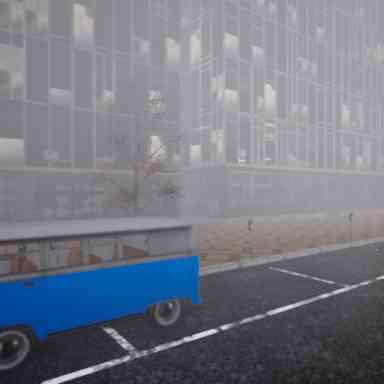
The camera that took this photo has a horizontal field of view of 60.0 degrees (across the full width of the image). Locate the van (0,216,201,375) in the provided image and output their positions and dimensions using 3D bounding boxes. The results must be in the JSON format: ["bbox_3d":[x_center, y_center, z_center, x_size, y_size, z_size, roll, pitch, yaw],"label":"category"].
[{"bbox_3d":[-1.755,1.336,5.307,3.998,1.788,1.690,0,0,-36],"label":"van"}]
